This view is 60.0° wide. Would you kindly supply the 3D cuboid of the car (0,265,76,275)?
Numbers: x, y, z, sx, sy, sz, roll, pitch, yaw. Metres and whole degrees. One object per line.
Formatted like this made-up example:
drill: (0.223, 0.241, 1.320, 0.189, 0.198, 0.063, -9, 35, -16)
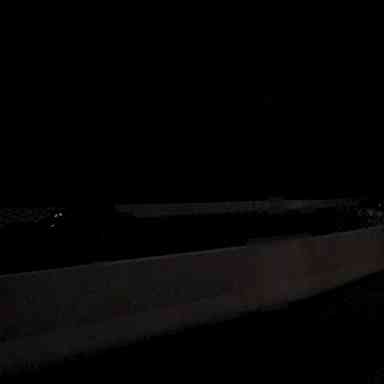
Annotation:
car: (-5.081, 1.563, 9.023, 5.357, 1.411, 2.033, 0, 0, -36)
